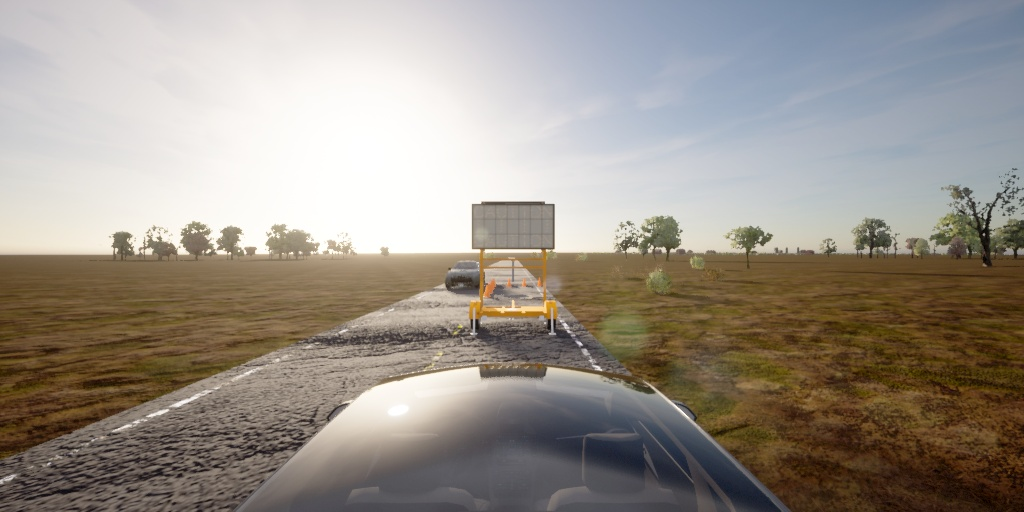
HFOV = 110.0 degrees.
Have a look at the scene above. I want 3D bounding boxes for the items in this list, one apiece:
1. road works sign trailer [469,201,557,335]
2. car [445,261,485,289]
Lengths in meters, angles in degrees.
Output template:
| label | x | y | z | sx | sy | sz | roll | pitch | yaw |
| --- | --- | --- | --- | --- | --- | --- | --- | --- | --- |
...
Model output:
| label | x | y | z | sx | sy | sz | roll | pitch | yaw |
| --- | --- | --- | --- | --- | --- | --- | --- | --- | --- |
| road works sign trailer | 0.034 | 0.214 | 10.505 | 2.380 | 3.560 | 2.880 | 0 | 0 | 0 |
| car | -2.922 | 1.102 | 22.942 | 2.097 | 1.767 | 4.553 | 0 | 0 | 0 |
